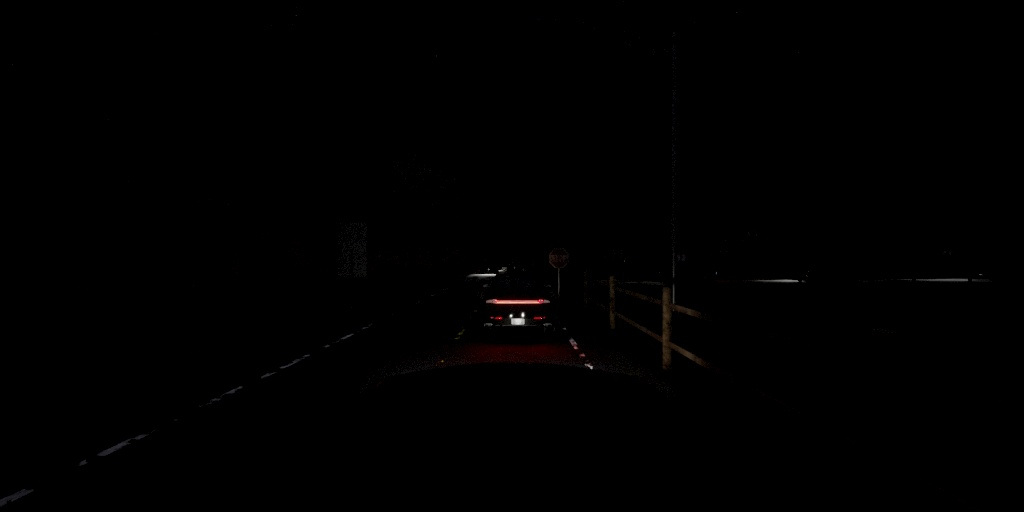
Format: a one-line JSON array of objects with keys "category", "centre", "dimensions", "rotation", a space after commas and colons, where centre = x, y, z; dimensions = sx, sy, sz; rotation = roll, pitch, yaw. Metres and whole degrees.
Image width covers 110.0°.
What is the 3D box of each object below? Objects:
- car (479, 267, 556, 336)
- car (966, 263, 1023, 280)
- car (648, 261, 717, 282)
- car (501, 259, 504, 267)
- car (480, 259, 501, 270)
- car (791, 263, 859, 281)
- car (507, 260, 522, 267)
[{"category": "car", "centre": [0.148, 1.241, 10.377], "dimensions": [2.128, 1.511, 4.902], "rotation": [0, 0, 0]}, {"category": "car", "centre": [38.897, 1.185, 28.092], "dimensions": [4.718, 1.301, 1.895], "rotation": [0, 0, 0]}, {"category": "car", "centre": [13.145, 1.173, 27.793], "dimensions": [5.008, 1.535, 1.882], "rotation": [0, 0, -2]}, {"category": "car", "centre": [-2.518, 1.280, 52.036], "dimensions": [1.994, 1.385, 4.181], "rotation": [0, 0, 1]}, {"category": "car", "centre": [-2.556, 1.297, 40.741], "dimensions": [1.994, 1.385, 4.181], "rotation": [0, 0, -1]}, {"category": "car", "centre": [24.318, 1.212, 27.950], "dimensions": [4.181, 1.385, 1.994], "rotation": [0, 0, -1]}, {"category": "car", "centre": [0.354, 1.248, 48.192], "dimensions": [1.812, 1.442, 4.674], "rotation": [0, 0, 1]}]
